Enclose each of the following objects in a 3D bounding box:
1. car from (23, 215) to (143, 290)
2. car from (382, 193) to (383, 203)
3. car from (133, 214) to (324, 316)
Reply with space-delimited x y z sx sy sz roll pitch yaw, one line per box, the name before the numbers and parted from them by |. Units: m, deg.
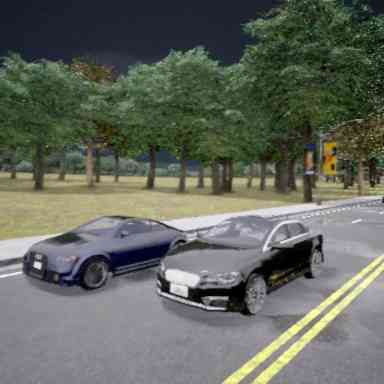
car | -1.931 1.307 8.448 1.994 1.385 4.181 2 2 40
car | 23.867 0.543 39.310 1.837 1.490 4.892 2 2 40
car | 1.356 1.296 7.314 2.128 1.511 4.902 2 2 40
